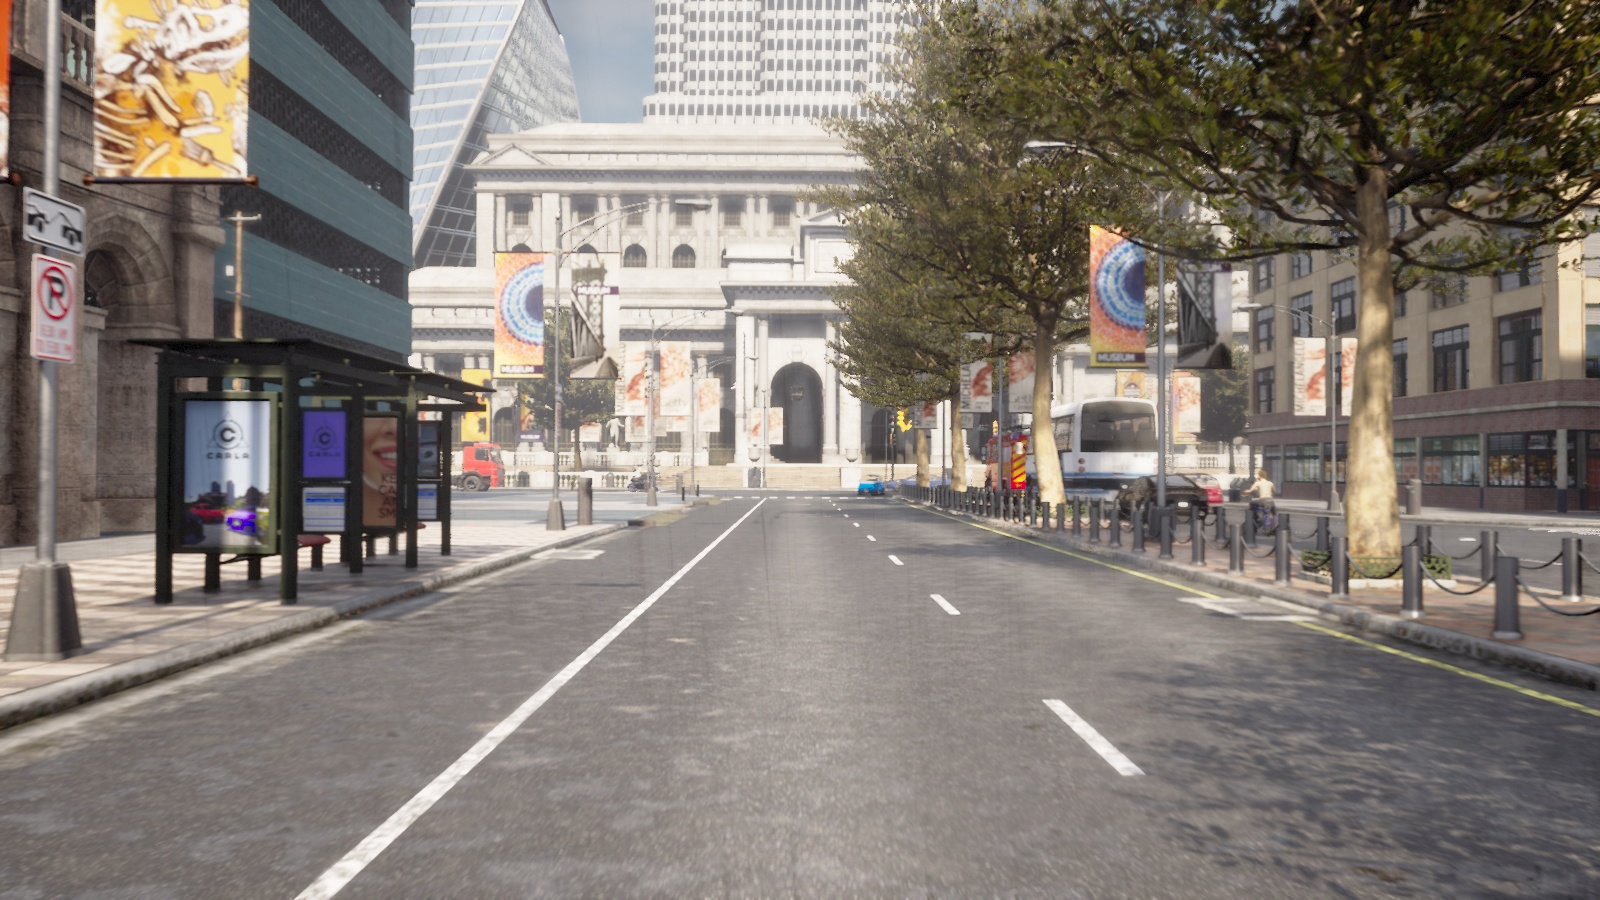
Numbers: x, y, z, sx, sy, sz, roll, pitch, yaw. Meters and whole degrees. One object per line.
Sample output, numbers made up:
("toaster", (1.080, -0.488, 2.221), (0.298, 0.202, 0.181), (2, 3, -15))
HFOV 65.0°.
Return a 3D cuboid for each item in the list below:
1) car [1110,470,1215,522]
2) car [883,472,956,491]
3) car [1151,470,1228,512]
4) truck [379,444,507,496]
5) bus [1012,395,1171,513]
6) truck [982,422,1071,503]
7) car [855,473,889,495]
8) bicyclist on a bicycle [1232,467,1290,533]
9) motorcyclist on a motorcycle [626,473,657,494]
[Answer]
("car", (11.404, 1.414, 39.854), (1.882, 1.535, 5.008), (0, -1, 0))
("car", (9.132, 2.434, 96.105), (5.357, 1.411, 2.033), (0, -1, 0))
("car", (14.881, 1.538, 48.172), (1.789, 1.549, 3.705), (0, -1, 0))
("truck", (-24.292, 1.364, 85.667), (7.936, 3.462, 2.891), (0, -1, 0))
("bus", (11.372, 0.236, 50.356), (3.944, 4.253, 10.273), (0, -1, 0))
("truck", (11.294, 0.667, 63.439), (2.891, 3.827, 8.468), (0, -1, 0))
("car", (4.721, 2.225, 82.082), (1.481, 1.376, 2.207), (-1, -2, 25))
("bicyclist on a bicycle", (11.431, 1.228, 31.188), (0.866, 1.612, 1.509), (0, -1, 0))
("motorcyclist on a motorcycle", (-11.698, 2.447, 92.638), (2.191, 1.530, 0.866), (0, -1, 0))
